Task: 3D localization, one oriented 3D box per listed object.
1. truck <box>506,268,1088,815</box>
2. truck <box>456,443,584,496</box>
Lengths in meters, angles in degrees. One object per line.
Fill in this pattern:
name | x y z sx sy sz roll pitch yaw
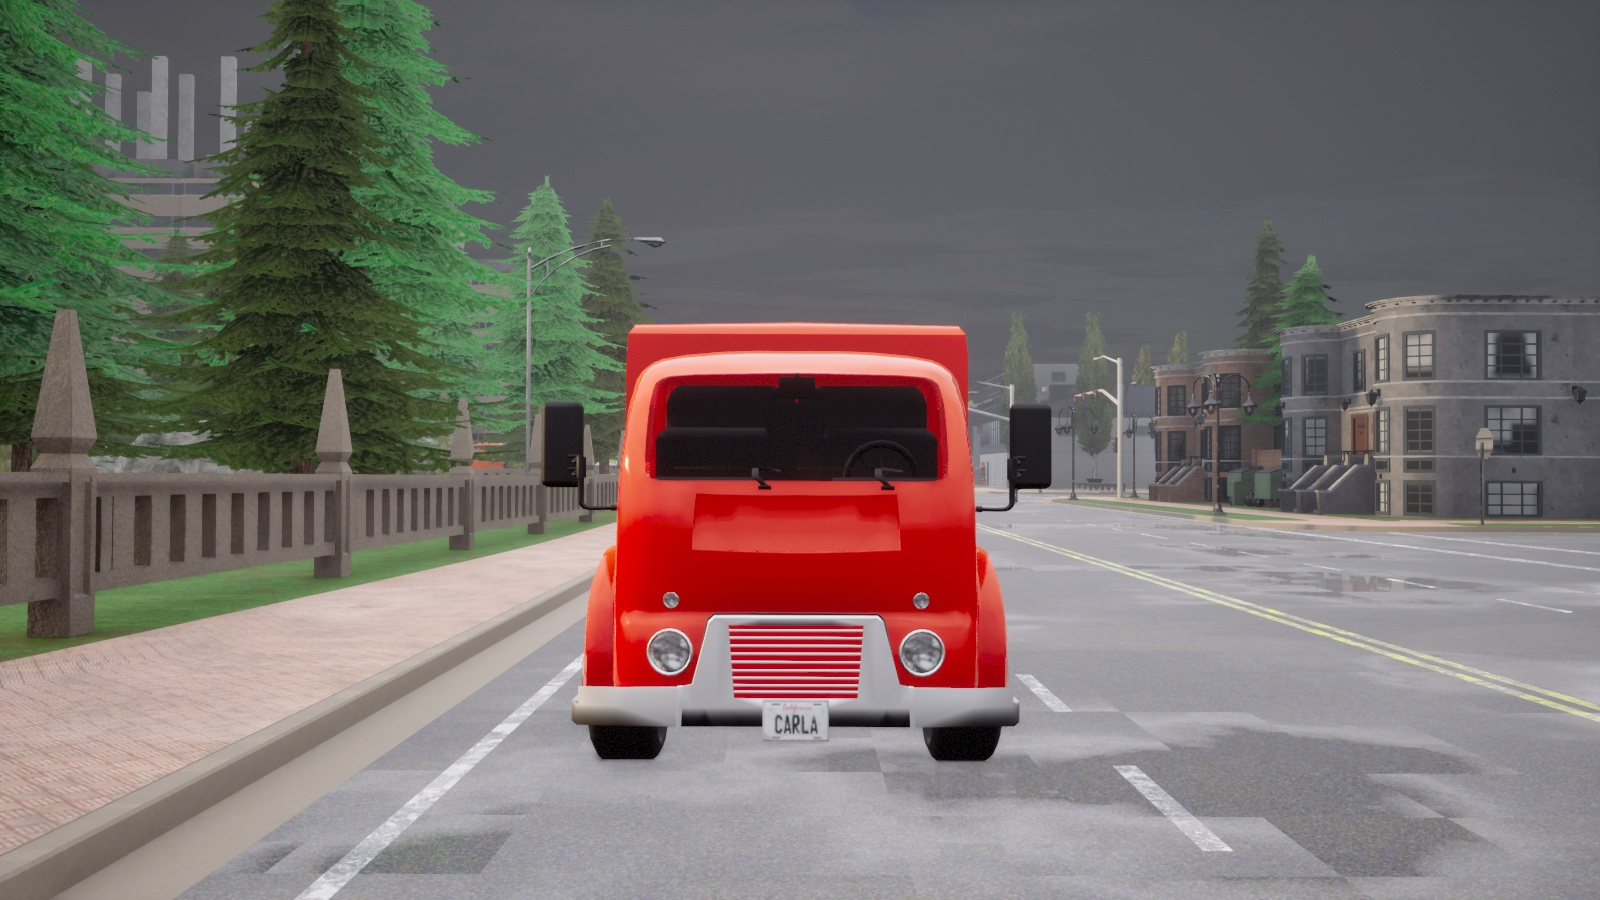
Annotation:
truck | -0.023 0.475 8.301 2.627 2.467 5.204 0 -2 0
truck | -18.802 1.320 84.293 7.936 3.462 2.891 0 -1 14
